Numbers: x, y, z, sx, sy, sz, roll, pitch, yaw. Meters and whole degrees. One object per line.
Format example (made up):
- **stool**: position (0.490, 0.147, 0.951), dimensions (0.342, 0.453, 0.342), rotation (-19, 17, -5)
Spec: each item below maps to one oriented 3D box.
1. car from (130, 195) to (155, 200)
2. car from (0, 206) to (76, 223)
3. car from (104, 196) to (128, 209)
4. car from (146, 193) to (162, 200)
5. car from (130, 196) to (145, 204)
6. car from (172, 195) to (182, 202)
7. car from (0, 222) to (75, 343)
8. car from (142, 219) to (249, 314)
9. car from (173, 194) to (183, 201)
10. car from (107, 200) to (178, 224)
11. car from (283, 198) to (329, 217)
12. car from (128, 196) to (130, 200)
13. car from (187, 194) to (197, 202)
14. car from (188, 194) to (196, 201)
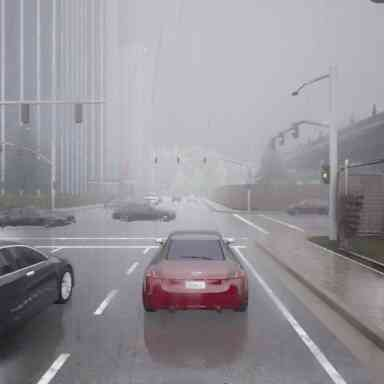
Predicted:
- **car**: position (-7.100, 1.547, 48.008), dimensions (2.033, 1.411, 5.357), rotation (0, 0, 0)
- **car**: position (-10.279, 1.574, 21.082), dimensions (5.357, 1.411, 2.033), rotation (0, 0, 0)
- **car**: position (-10.603, 1.492, 45.382), dimensions (2.128, 1.511, 4.902), rotation (0, 0, 0)
- **car**: position (-7.089, 1.221, 58.197), dimensions (2.150, 2.045, 5.566), rotation (0, 0, 1)
- **car**: position (-10.548, 1.547, 64.942), dimensions (2.033, 1.411, 5.357), rotation (0, 0, 1)
- **car**: position (-3.518, 1.495, 74.298), dimensions (1.837, 1.490, 4.892), rotation (0, 0, 0)
- **car**: position (-3.443, 1.505, 5.251), dimensions (1.837, 1.490, 4.892), rotation (0, 0, 0)
- **car**: position (0.070, 1.564, 7.708), dimensions (1.994, 1.385, 4.181), rotation (0, 0, 0)
- **car**: position (-3.521, 1.386, 84.722), dimensions (2.128, 1.511, 4.902), rotation (0, 0, 0)
- **car**: position (-3.508, 1.551, 24.598), dimensions (4.674, 1.442, 1.812), rotation (0, 0, 0)
- **car**: position (11.140, 1.407, 31.833), dimensions (4.553, 1.767, 2.097), rotation (0, 0, 0)
- **car**: position (-10.597, 1.505, 54.626), dimensions (1.837, 1.490, 4.892), rotation (0, 0, 0)
- **car**: position (-0.018, 1.519, 74.614), dimensions (1.812, 1.442, 4.674), rotation (0, 0, 0)
- **car**: position (-0.021, 1.361, 84.723), dimensions (1.837, 1.490, 4.892), rotation (0, 0, 0)
